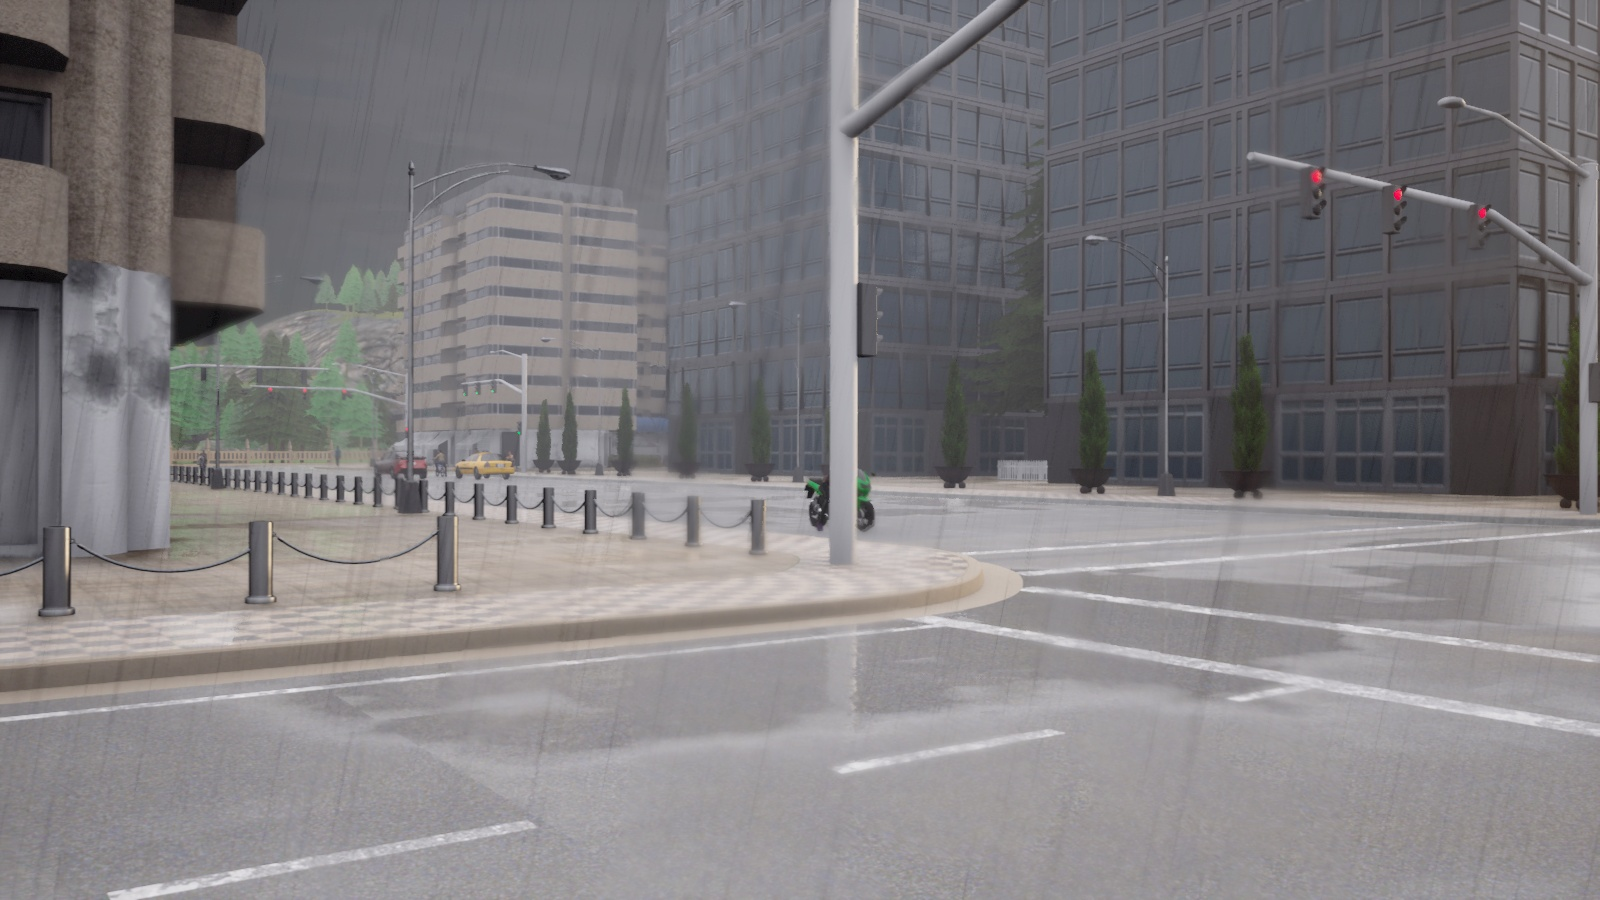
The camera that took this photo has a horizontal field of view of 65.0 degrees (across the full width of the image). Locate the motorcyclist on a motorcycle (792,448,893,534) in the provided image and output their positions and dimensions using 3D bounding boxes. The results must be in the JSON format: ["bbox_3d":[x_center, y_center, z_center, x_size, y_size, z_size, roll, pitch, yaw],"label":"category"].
[{"bbox_3d":[0.761,0.738,23.323,0.797,1.523,2.044,0,0,-35],"label":"motorcyclist on a motorcycle"}]

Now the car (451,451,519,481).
[{"bbox_3d":[-17.067,0.851,67.918,1.801,1.575,5.366,0,0,-34],"label":"car"}]

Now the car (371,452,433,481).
[{"bbox_3d":[-21.801,0.868,68.643,2.007,1.525,4.514,0,0,-34],"label":"car"}]
